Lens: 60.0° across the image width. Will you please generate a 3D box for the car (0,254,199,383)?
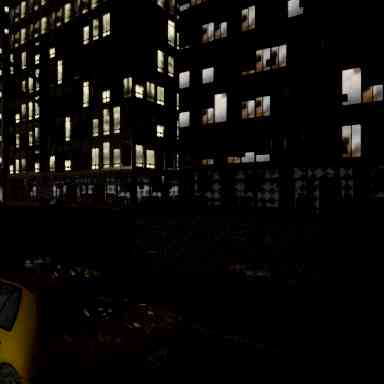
[{"bbox_3d":[-2.208,1.525,4.445,4.829,1.417,1.752,0,0,36],"label":"car"}]
